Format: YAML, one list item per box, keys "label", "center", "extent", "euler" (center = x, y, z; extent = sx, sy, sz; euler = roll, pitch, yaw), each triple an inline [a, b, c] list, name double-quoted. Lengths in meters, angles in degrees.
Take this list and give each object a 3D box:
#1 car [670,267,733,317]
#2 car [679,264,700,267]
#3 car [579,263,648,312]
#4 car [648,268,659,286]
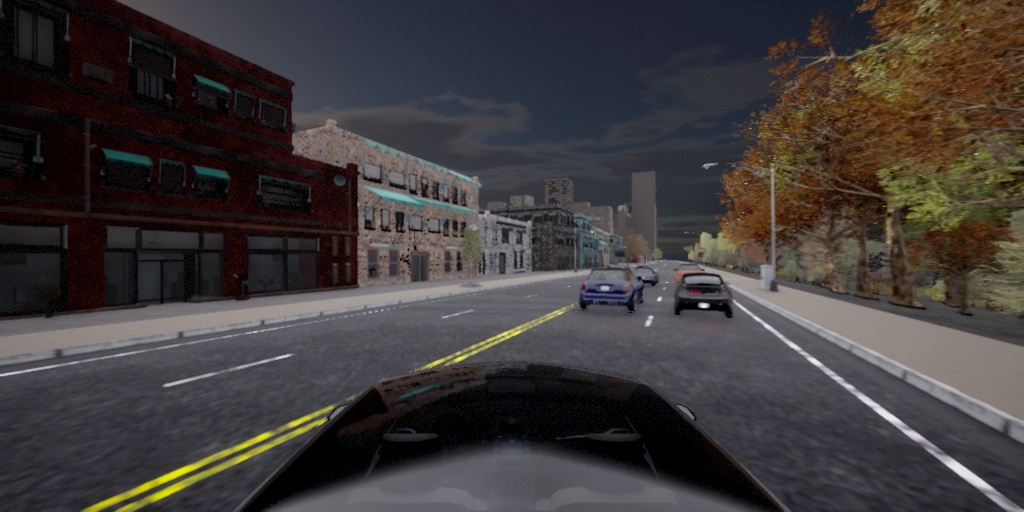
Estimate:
- label: "car"
  center: [7.371, 1.388, 14.056]
  extent: [1.837, 1.490, 4.892]
  euler: [0, 0, 25]
- label: "car"
  center: [13.620, 1.378, 27.591]
  extent: [2.097, 1.767, 4.553]
  euler: [0, -1, 25]
- label: "car"
  center: [4.380, 1.250, 15.334]
  extent: [2.097, 1.767, 4.553]
  euler: [0, -1, 25]
- label: "car"
  center: [10.742, 1.612, 29.108]
  extent: [1.994, 1.385, 4.181]
  euler: [0, -1, 25]
